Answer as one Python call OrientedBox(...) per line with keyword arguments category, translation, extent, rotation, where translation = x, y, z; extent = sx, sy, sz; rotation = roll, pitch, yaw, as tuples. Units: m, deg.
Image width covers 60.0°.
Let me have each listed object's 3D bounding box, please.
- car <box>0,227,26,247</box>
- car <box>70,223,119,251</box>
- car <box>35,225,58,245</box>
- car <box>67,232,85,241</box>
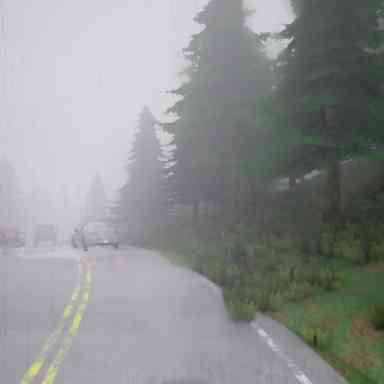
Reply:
OrientedBox(category="car", translation=(-14.972, 3.679, 27.286), extent=(2.097, 1.767, 4.553), rotation=(1, -8, -31))
OrientedBox(category="car", translation=(-5.435, 2.442, 18.555), extent=(1.812, 1.442, 4.674), rotation=(1, -6, -29))
OrientedBox(category="car", translation=(-15.942, 4.699, 36.402), extent=(2.150, 2.045, 5.566), rotation=(1, -8, -23))
OrientedBox(category="car", translation=(-23.094, 8.882, 66.386), extent=(2.097, 1.767, 4.553), rotation=(-1, -7, -1))
